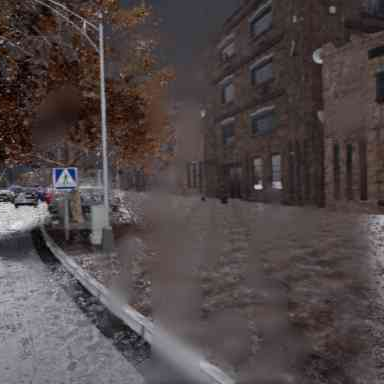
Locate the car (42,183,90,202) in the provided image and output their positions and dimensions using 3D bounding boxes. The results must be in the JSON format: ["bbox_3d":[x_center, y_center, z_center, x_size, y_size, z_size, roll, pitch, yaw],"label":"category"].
[{"bbox_3d":[-10.799,0.437,31.404,5.566,2.045,2.435,-2,2,-22],"label":"car"}]

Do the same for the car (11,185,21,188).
[{"bbox_3d":[-42.348,-0.585,79.828,2.435,2.045,5.566,-2,1,-10],"label":"car"}]

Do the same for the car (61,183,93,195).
[{"bbox_3d":[-21.488,-0.574,62.335,5.566,2.045,2.435,-1,2,-15],"label":"car"}]

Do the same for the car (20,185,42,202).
[{"bbox_3d":[-20.320,0.170,43.152,2.150,2.045,5.566,-2,3,-19],"label":"car"}]

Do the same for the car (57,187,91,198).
[{"bbox_3d":[-18.307,0.046,51.764,4.892,1.521,2.231,-2,3,-17],"label":"car"}]

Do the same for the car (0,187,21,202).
[{"bbox_3d":[-22.789,0.586,40.901,1.837,1.490,4.892,-2,3,-19],"label":"car"}]

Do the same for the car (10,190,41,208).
[{"bbox_3d":[-16.729,0.800,33.671,1.994,1.385,4.181,-2,2,-22],"label":"car"}]

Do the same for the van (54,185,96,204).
[{"bbox_3d":[-13.685,0.242,38.920,4.442,1.987,1.878,-2,2,-21],"label":"van"}]

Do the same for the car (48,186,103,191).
[{"bbox_3d":[-8.685,0.695,26.329,4.553,1.767,2.185,-2,2,-22],"label":"car"}]

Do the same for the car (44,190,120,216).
[{"bbox_3d":[-7.663,0.887,23.775,4.892,1.521,2.231,-2,2,-22],"label":"car"}]

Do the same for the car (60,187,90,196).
[{"bbox_3d":[-19.984,-0.117,57.092,4.792,1.488,2.163,-2,2,-16],"label":"car"}]

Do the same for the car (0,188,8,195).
[{"bbox_3d":[-40.099,-0.086,69.021,2.002,1.452,4.674,-2,2,-12],"label":"car"}]

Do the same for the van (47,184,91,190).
[{"bbox_3d":[-9.878,0.533,28.815,4.442,1.987,1.878,-2,2,-22],"label":"van"}]
